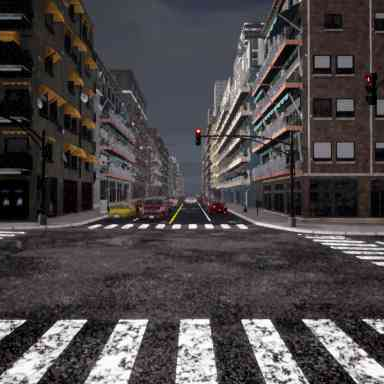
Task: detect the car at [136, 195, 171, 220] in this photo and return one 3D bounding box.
[{"bbox_3d":[-3.169,1.359,28.126,2.097,1.767,4.553,0,0,-1],"label":"car"}]

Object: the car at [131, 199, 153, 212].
[{"bbox_3d":[-5.815,1.554,39.089,1.887,1.381,4.507,1,0,0],"label":"car"}]

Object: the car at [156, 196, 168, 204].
[{"bbox_3d":[-5.908,1.571,66.706,2.008,1.369,4.403,1,0,0],"label":"car"}]

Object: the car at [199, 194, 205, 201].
[{"bbox_3d":[2.724,1.380,81.893,2.097,1.767,4.553,0,0,0],"label":"car"}]

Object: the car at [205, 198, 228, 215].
[{"bbox_3d":[2.585,1.553,33.579,1.887,1.381,4.507,1,0,0],"label":"car"}]

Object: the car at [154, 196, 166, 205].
[{"bbox_3d":[-5.889,1.543,61.013,1.752,1.417,4.829,1,0,0],"label":"car"}]

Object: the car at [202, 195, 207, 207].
[{"bbox_3d":[2.567,1.450,39.103,1.967,1.590,4.097,1,0,0],"label":"car"}]

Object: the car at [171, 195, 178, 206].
[{"bbox_3d":[-3.256,1.366,50.520,2.097,1.767,4.553,0,0,0],"label":"car"}]

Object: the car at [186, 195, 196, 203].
[{"bbox_3d":[-0.235,1.478,69.837,2.128,1.511,4.902,0,0,0],"label":"car"}]

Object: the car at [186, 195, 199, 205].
[{"bbox_3d":[-0.201,1.618,59.861,1.895,1.301,4.718,0,0,0],"label":"car"}]

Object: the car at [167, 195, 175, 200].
[{"bbox_3d":[-6.001,1.587,94.323,2.008,1.369,4.403,1,0,0],"label":"car"}]

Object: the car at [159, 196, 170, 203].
[{"bbox_3d":[-5.927,1.568,72.230,1.887,1.381,4.507,1,0,0],"label":"car"}]

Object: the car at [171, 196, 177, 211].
[{"bbox_3d":[-3.231,1.557,38.675,2.033,1.411,5.357,0,0,0],"label":"car"}]

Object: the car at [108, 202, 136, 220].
[{"bbox_3d":[-5.776,1.532,27.872,1.752,1.417,4.829,1,0,0],"label":"car"}]

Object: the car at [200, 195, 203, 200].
[{"bbox_3d":[2.528,1.596,50.150,1.802,1.307,4.206,1,0,0],"label":"car"}]
